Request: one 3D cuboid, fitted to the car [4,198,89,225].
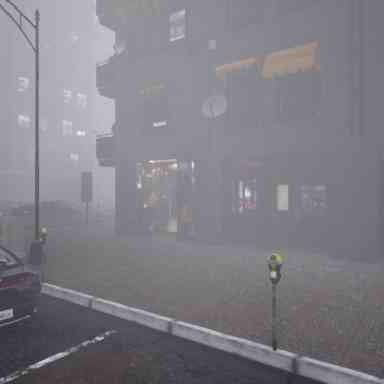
[{"bbox_3d":[-9.636,1.330,22.377,1.812,1.442,4.674,0,1,36],"label":"car"}]

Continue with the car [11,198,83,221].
[{"bbox_3d":[-11.116,1.283,25.826,1.837,1.490,4.892,0,1,35],"label":"car"}]

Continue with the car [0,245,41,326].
[{"bbox_3d":[-4.503,1.551,6.078,4.403,1.369,2.008,0,0,35],"label":"car"}]

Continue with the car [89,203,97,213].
[{"bbox_3d":[-10.996,1.250,30.509,1.752,1.417,4.829,1,1,35],"label":"car"}]

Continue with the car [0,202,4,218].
[{"bbox_3d":[-14.082,1.350,26.081,2.008,1.369,4.403,1,1,35],"label":"car"}]
